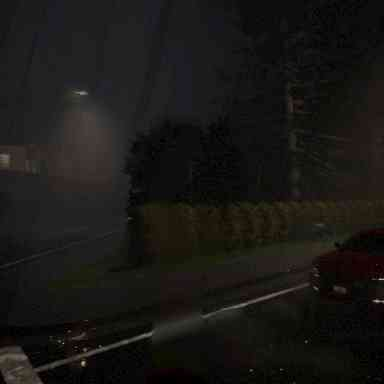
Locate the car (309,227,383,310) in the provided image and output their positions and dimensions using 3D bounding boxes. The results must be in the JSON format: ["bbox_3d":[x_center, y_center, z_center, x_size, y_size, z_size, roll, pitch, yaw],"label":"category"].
[{"bbox_3d":[4.759,1.628,8.034,5.008,1.535,1.882,1,-2,-40],"label":"car"}]
